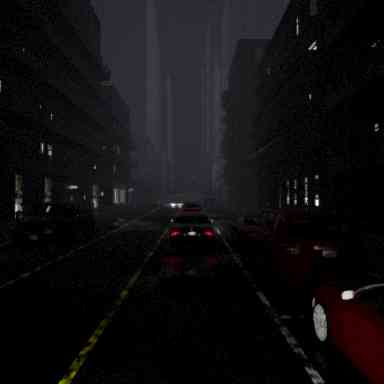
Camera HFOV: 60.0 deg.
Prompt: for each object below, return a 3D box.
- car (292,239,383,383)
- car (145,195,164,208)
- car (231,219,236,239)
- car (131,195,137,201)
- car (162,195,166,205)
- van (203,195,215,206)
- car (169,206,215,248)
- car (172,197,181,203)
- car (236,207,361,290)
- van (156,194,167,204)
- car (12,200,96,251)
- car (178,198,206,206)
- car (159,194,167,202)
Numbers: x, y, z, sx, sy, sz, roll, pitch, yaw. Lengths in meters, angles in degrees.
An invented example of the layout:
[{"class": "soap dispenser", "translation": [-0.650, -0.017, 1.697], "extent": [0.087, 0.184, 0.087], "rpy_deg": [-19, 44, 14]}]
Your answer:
[{"class": "car", "translation": [2.704, 1.543, 3.404], "extent": [1.887, 1.381, 4.507], "rpy_deg": [1, 0, 0]}, {"class": "car", "translation": [-5.643, 1.559, 47.675], "extent": [2.008, 1.369, 4.403], "rpy_deg": [1, 0, 0]}, {"class": "car", "translation": [2.704, 1.584, 14.485], "extent": [1.802, 1.307, 4.206], "rpy_deg": [1, 0, 0]}, {"class": "car", "translation": [-16.491, 1.511, 86.942], "extent": [4.097, 1.590, 1.967], "rpy_deg": [0, -1, 0]}, {"class": "car", "translation": [-5.644, 1.591, 53.216], "extent": [1.802, 1.307, 4.206], "rpy_deg": [1, 0, 0]}, {"class": "van", "translation": [2.708, 1.350, 53.268], "extent": [1.690, 1.788, 3.998], "rpy_deg": [1, 0, 0]}, {"class": "car", "translation": [0.000, 1.566, 14.653], "extent": [2.033, 1.411, 5.357], "rpy_deg": [0, 0, 0]}, {"class": "car", "translation": [-3.005, 1.669, 67.313], "extent": [1.895, 1.301, 4.718], "rpy_deg": [0, 0, 0]}, {"class": "car", "translation": [2.709, 1.315, 8.945], "extent": [2.192, 1.841, 5.009], "rpy_deg": [1, 0, 0]}, {"class": "van", "translation": [-5.809, 1.352, 64.296], "extent": [1.690, 1.788, 3.998], "rpy_deg": [1, 0, 0]}, {"class": "car", "translation": [-5.672, 1.317, 14.433], "extent": [2.192, 1.841, 5.009], "rpy_deg": [1, 0, 0]}, {"class": "car", "translation": [0.000, 1.522, 29.655], "extent": [1.837, 1.490, 4.892], "rpy_deg": [0, 0, 0]}, {"class": "car", "translation": [-5.644, 1.576, 58.755], "extent": [1.947, 1.339, 4.313], "rpy_deg": [1, 0, 0]}]
